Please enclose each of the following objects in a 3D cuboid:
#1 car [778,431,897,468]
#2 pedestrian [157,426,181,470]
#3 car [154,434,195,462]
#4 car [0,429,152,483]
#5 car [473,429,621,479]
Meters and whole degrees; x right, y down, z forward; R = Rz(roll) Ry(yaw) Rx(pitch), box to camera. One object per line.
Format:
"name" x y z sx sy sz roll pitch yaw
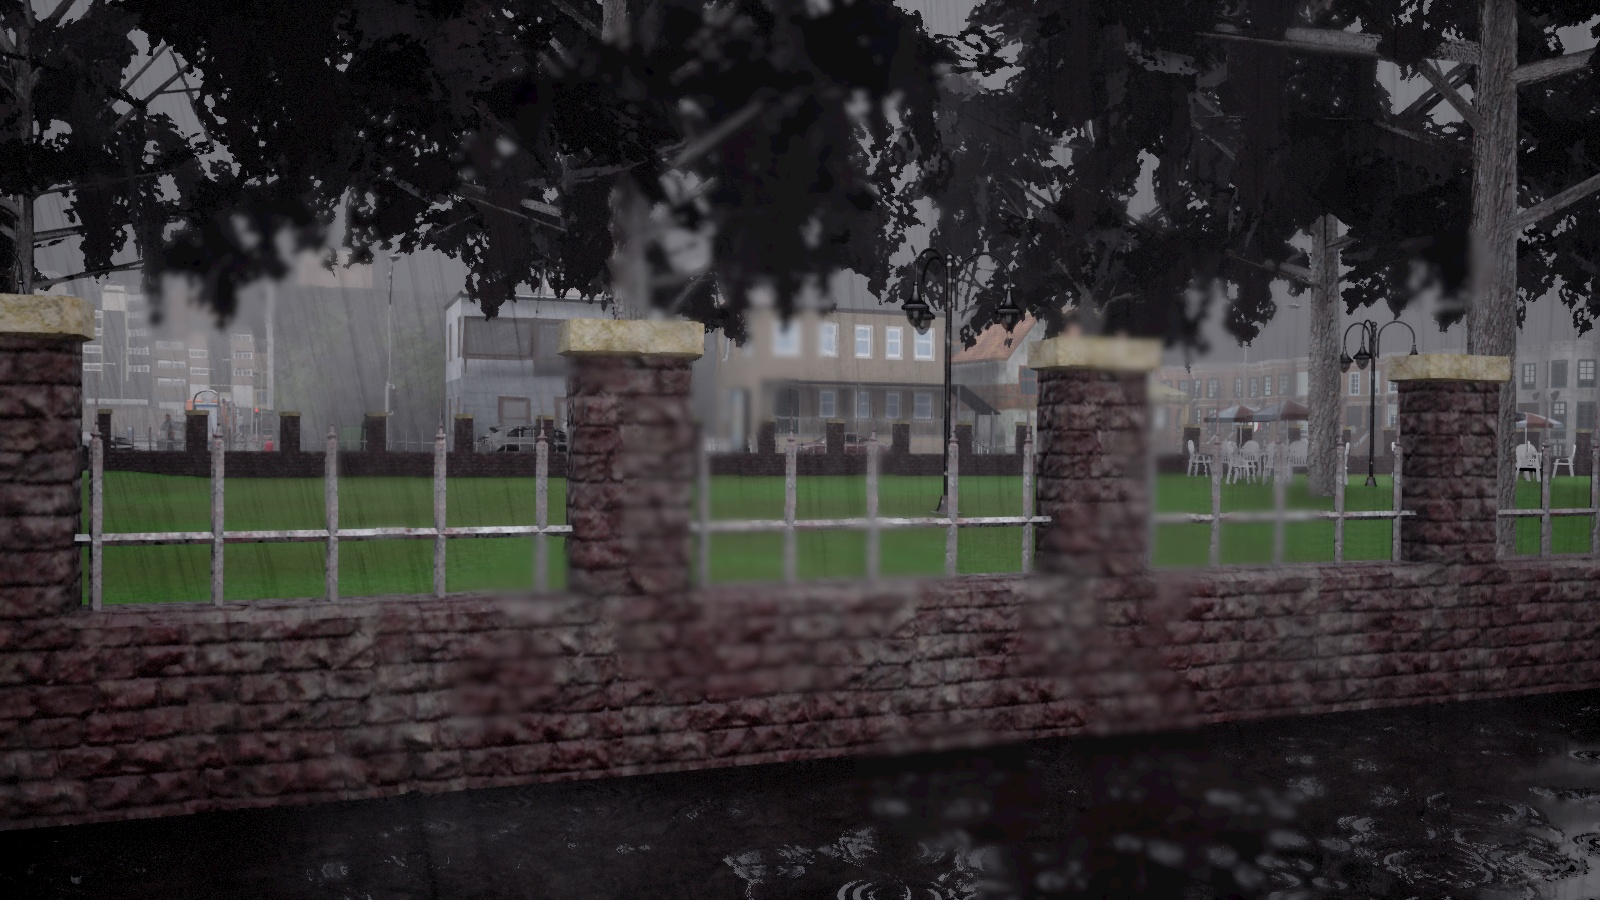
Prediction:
"car" 1.576 -0.052 52.808 4.674 1.442 1.812 -1 1 -21
"pedestrian" -26.745 -0.069 53.233 0.540 1.848 0.694 0 1 27
"car" -38.264 -0.142 76.911 1.851 1.617 3.988 -1 1 -21
"car" -23.618 0.178 40.177 5.027 1.651 2.152 0 1 17
"car" -8.981 0.101 44.521 4.856 1.649 2.033 -1 1 -21
